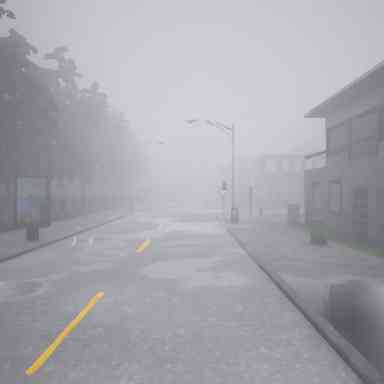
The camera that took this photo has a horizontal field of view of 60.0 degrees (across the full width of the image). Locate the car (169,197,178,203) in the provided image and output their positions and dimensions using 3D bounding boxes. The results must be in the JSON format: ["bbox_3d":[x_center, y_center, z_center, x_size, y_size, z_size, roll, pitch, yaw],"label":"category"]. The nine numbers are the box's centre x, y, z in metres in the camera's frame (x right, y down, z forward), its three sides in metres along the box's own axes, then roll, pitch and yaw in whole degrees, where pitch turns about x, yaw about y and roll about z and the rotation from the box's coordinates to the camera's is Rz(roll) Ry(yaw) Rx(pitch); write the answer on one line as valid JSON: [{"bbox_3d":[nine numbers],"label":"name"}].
[{"bbox_3d":[-4.000,1.740,72.021,2.033,1.411,5.357,0,0,0],"label":"car"}]
